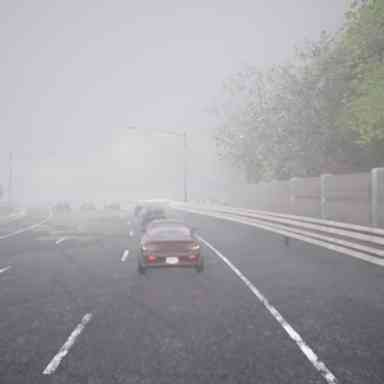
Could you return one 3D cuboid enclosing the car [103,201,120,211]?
[{"bbox_3d":[-12.206,2.051,50.642,1.812,1.442,4.674,0,-1,-27],"label":"car"}]

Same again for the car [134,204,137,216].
[{"bbox_3d":[-5.573,1.835,37.829,1.882,1.535,5.008,-1,0,-11],"label":"car"}]

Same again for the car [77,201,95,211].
[{"bbox_3d":[-16.214,2.130,50.817,1.994,1.385,4.181,0,-1,-27],"label":"car"}]

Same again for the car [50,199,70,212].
[{"bbox_3d":[-19.538,1.941,49.617,2.097,1.767,4.553,0,0,-27],"label":"car"}]

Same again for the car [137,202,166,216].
[{"bbox_3d":[-2.995,1.738,25.338,1.837,1.490,4.892,0,0,-11],"label":"car"}]

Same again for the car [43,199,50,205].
[{"bbox_3d":[-34.532,2.468,81.220,5.008,1.535,1.882,-1,-1,43],"label":"car"}]

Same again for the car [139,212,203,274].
[{"bbox_3d":[-0.734,1.620,10.901,1.812,1.442,4.674,0,0,-5],"label":"car"}]
